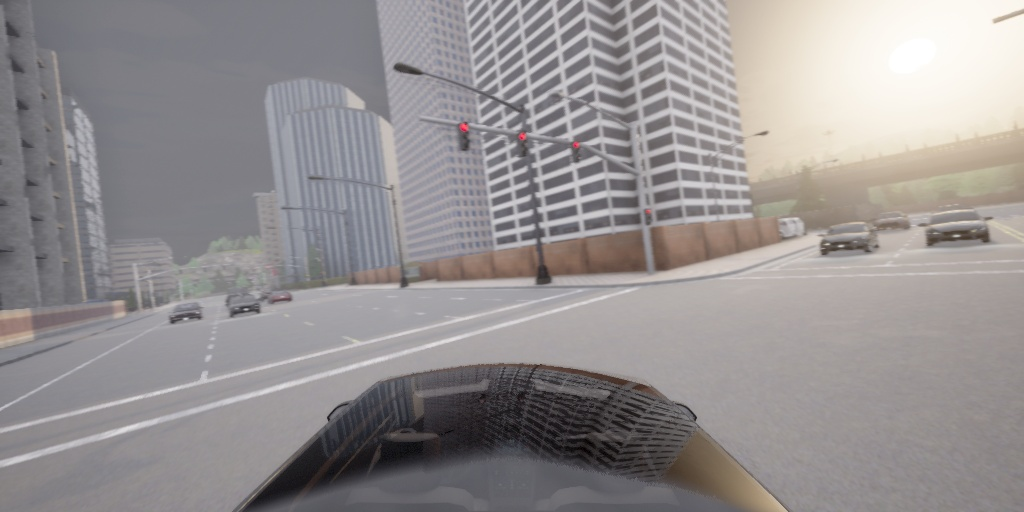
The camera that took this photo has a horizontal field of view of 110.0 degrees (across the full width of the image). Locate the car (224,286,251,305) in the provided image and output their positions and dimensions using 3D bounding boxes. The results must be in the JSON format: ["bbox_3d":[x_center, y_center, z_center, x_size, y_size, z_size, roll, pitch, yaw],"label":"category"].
[{"bbox_3d":[-30.950,4.501,40.501,2.150,2.045,5.566,-7,0,-39],"label":"car"}]

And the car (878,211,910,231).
[{"bbox_3d":[34.060,-3.163,32.247,4.553,1.767,2.097,-7,0,-39],"label":"car"}]

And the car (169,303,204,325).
[{"bbox_3d":[-26.056,4.511,28.813,2.033,1.411,5.357,-7,0,-39],"label":"car"}]

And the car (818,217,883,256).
[{"bbox_3d":[17.557,-0.946,18.691,4.892,1.490,1.837,-7,0,-39],"label":"car"}]

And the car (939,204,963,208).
[{"bbox_3d":[36.413,-3.454,29.662,4.553,1.767,2.097,-7,0,-39],"label":"car"}]

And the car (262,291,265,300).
[{"bbox_3d":[-33.231,5.347,49.016,1.837,1.490,4.892,-7,1,-39],"label":"car"}]

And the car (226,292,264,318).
[{"bbox_3d":[-20.713,3.805,27.713,1.837,1.490,4.892,-7,0,-39],"label":"car"}]

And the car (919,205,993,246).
[{"bbox_3d":[21.176,-1.399,17.147,4.892,1.490,1.837,-9,1,-39],"label":"car"}]

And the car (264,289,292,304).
[{"bbox_3d":[-25.749,4.481,39.776,1.994,1.385,4.181,-7,0,-39],"label":"car"}]
